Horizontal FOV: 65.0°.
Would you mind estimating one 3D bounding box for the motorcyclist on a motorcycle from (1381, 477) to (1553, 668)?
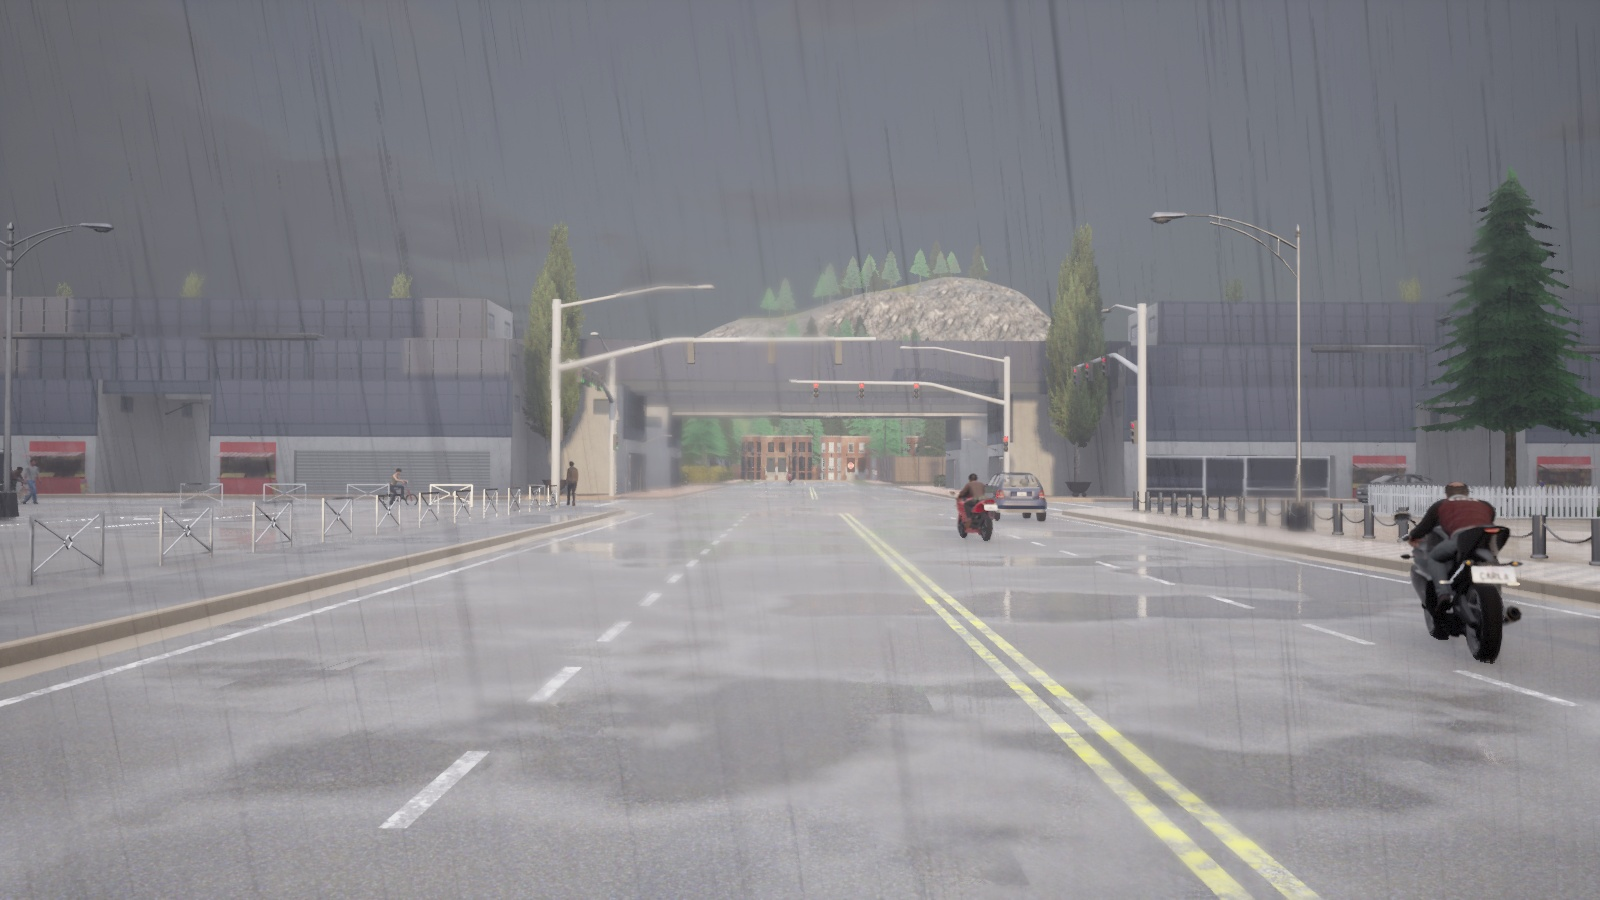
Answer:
[{"bbox_3d":[5.944,1.016,11.344,0.866,1.530,2.191,0,-1,14],"label":"motorcyclist on a motorcycle"}]

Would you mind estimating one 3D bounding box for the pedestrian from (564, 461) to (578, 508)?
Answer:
[{"bbox_3d":[-8.924,1.329,48.953,0.328,1.805,0.869,0,-1,-24],"label":"pedestrian"}]

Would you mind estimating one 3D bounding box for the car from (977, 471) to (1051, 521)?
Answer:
[{"bbox_3d":[6.895,1.449,40.792,1.789,1.549,3.705,0,-1,0],"label":"car"}]

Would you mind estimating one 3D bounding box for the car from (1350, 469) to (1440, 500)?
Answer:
[{"bbox_3d":[29.900,1.732,63.183,3.705,1.549,1.789,0,-1,0],"label":"car"}]

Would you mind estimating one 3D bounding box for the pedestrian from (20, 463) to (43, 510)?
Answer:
[{"bbox_3d":[-29.692,1.405,48.527,0.706,1.836,0.354,0,-1,16],"label":"pedestrian"}]

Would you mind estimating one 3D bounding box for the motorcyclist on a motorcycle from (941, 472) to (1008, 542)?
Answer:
[{"bbox_3d":[3.928,1.257,28.417,0.797,1.523,2.044,1,-1,-13],"label":"motorcyclist on a motorcycle"}]
